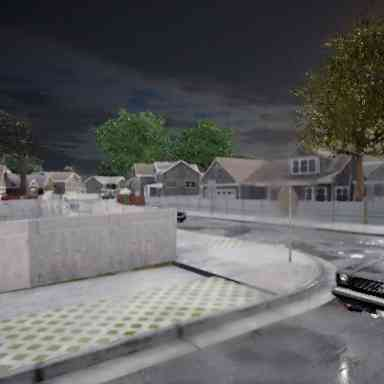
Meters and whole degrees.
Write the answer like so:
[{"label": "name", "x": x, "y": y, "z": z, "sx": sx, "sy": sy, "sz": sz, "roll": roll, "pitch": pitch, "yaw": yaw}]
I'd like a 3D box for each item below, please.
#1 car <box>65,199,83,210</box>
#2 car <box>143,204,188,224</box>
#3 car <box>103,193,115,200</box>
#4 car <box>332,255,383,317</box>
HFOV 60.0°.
[{"label": "car", "x": -15.123, "y": 1.489, "z": 42.360, "sx": 1.895, "sy": 1.301, "sz": 4.718, "roll": 0, "pitch": 0, "yaw": -28}, {"label": "car", "x": -2.299, "y": 1.501, "z": 23.172, "sx": 1.895, "sy": 1.301, "sz": 4.718, "roll": 0, "pitch": 0, "yaw": -35}, {"label": "car", "x": -22.298, "y": 1.146, "z": 89.516, "sx": 2.097, "sy": 1.767, "sz": 4.553, "roll": 0, "pitch": 0, "yaw": 7}, {"label": "car", "x": 4.747, "y": 1.545, "z": 6.339, "sx": 4.718, "sy": 1.301, "sz": 1.895, "roll": -1, "pitch": 0, "yaw": -36}]
